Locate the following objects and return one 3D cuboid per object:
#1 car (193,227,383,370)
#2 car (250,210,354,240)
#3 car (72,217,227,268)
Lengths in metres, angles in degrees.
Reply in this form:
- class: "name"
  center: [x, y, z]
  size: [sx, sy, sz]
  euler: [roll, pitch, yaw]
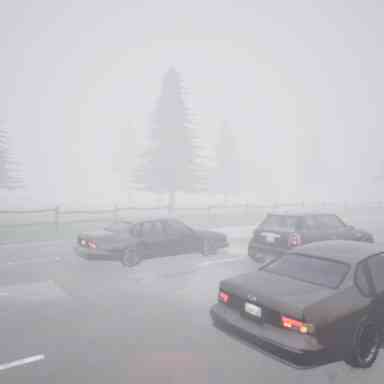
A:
- class: "car"
  center: [2.831, 1.579, 5.763]
  size: [5.357, 1.411, 2.033]
  euler: [0, 0, -35]
- class: "car"
  center: [4.011, 1.405, 10.903]
  size: [4.553, 1.767, 2.097]
  euler: [0, 0, -35]
- class: "car"
  center: [-1.220, 1.580, 11.471]
  size: [5.357, 1.411, 2.033]
  euler: [0, 0, -35]
